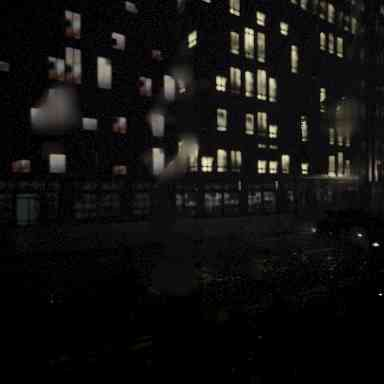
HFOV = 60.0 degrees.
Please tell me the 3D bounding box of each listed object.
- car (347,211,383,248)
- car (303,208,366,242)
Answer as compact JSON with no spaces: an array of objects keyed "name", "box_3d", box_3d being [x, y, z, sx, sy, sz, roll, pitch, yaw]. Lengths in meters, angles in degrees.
[{"name":"car","box_3d":[9.178,1.636,14.224,5.357,1.411,2.033,0,0,-35]},{"name":"car","box_3d":[7.741,1.597,17.189,4.892,1.490,1.837,0,0,-35]}]
